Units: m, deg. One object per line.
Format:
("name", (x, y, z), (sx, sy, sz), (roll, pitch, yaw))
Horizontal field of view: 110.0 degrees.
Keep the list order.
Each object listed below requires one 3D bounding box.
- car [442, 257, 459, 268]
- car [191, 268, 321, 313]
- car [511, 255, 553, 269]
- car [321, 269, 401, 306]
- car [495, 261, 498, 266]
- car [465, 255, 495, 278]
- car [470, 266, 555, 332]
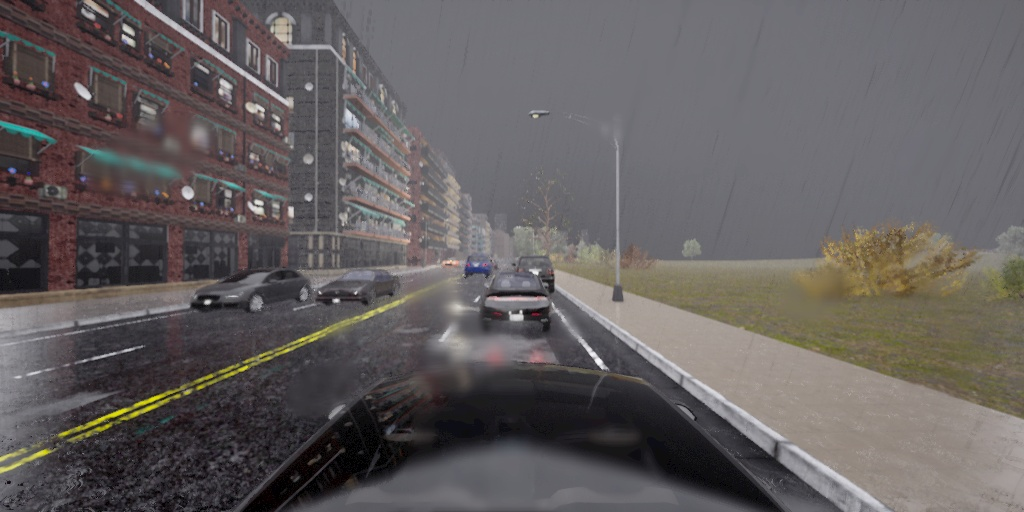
("car", (-9.721, 1.037, 57.081), (2.097, 1.767, 4.553), (0, 0, 0))
("car", (-9.823, 1.242, 14.011), (1.837, 1.490, 4.892), (0, 0, 0))
("car", (1.179, 0.955, 20.721), (2.150, 2.045, 5.566), (0, 0, 0))
("car", (-6.569, 1.283, 16.075), (2.033, 1.411, 5.357), (0, 0, 0))
("car", (-3.047, 1.218, 51.502), (1.812, 1.442, 4.674), (0, 0, 0))
("car", (-3.083, 0.934, 33.485), (2.150, 2.045, 5.566), (0, 0, 0))
("car", (0.122, 1.232, 10.854), (2.128, 1.511, 4.902), (0, 0, 0))
